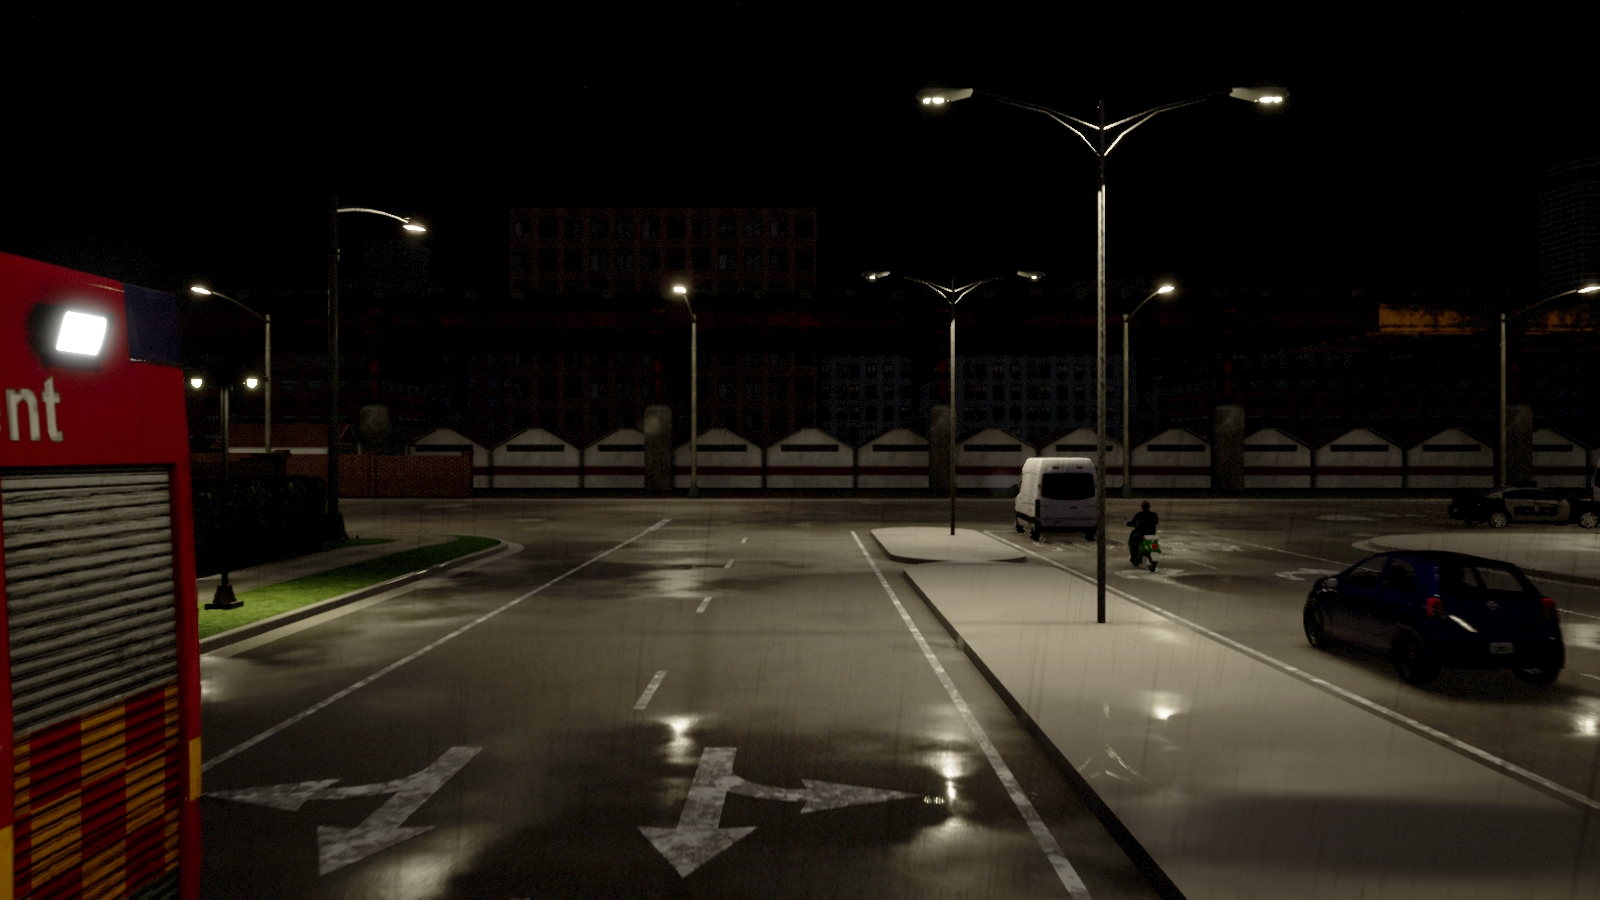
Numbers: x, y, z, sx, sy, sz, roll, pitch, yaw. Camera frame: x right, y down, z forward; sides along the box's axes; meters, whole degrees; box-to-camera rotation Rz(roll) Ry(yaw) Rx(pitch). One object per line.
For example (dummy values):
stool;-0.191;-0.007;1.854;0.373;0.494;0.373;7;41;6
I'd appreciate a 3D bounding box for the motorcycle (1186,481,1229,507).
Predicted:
motorcycle;20.091;2.169;56.323;1.805;1.236;0.856;0;0;0

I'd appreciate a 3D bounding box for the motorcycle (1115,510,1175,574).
motorcycle;8.014;2.123;26.613;0.856;1.341;1.805;0;0;0

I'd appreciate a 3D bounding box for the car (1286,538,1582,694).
car;8.015;2.034;14.868;1.845;1.501;3.633;0;0;0

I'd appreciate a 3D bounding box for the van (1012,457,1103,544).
van;8.265;1.526;37.190;1.988;2.561;5.915;0;0;4
